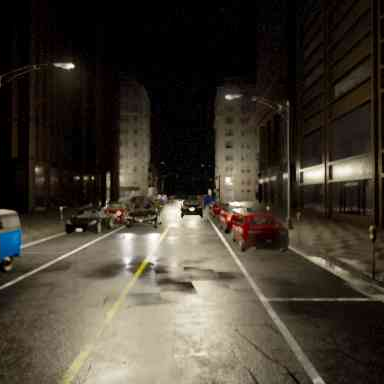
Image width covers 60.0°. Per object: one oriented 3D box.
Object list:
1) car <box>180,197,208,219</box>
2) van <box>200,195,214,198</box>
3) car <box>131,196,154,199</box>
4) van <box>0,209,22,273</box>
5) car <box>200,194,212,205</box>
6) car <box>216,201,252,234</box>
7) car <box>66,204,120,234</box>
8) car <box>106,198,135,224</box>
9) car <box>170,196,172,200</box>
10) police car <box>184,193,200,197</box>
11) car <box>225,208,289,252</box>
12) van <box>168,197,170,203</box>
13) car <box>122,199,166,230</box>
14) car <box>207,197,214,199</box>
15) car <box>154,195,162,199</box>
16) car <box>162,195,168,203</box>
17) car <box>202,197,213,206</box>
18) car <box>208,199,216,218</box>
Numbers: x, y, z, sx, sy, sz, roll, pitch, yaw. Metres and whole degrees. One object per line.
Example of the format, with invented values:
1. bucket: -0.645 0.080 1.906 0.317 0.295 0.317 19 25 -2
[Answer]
1. car: -0.001 1.479 29.724 2.163 1.488 4.792 0 0 0
2. van: 2.678 1.435 53.182 1.690 1.788 3.998 1 0 0
3. car: -5.847 1.381 36.300 2.192 1.841 5.009 1 0 0
4. van: -5.846 1.357 8.178 1.690 1.788 3.998 1 0 0
5. car: 2.678 1.427 64.432 2.192 1.841 5.009 1 0 0
6. car: 2.677 1.477 19.435 1.967 1.590 4.097 1 0 0
7. car: -5.850 1.602 19.427 1.947 1.339 4.313 1 0 0
8. car: -5.848 1.487 25.051 1.967 1.590 4.097 1 0 0
9. car: -5.851 1.665 70.046 1.887 1.381 4.507 1 0 0
10. police car: -0.002 1.450 60.703 1.930 1.638 5.238 0 0 0
11. car: 2.677 1.572 13.810 1.887 1.381 4.507 1 0 0
12. van: -5.848 1.452 64.422 1.690 1.788 3.998 1 0 0
13. car: -3.000 1.459 21.814 1.837 1.490 4.892 0 0 0
14. car: 2.676 1.617 36.308 2.008 1.369 4.403 1 0 0
15. car: -5.849 1.524 47.549 1.967 1.590 4.097 1 0 0
16. car: -5.851 1.684 58.797 1.802 1.307 4.206 1 0 0
17. car: 2.675 1.628 58.977 1.752 1.417 4.829 1 0 0
18. car: 2.676 1.602 30.683 1.887 1.381 4.507 1 0 0
